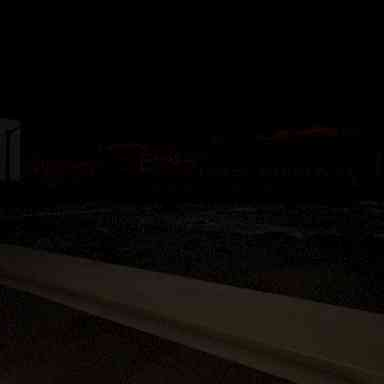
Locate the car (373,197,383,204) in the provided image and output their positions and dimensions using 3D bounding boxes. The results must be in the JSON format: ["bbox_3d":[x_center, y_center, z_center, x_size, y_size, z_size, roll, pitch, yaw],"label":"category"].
[{"bbox_3d":[37.541,1.734,65.317,2.038,1.542,4.974,1,1,6],"label":"car"}]

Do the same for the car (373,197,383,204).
[{"bbox_3d":[37.548,1.576,65.367,1.853,1.218,4.536,1,1,6],"label":"car"}]
